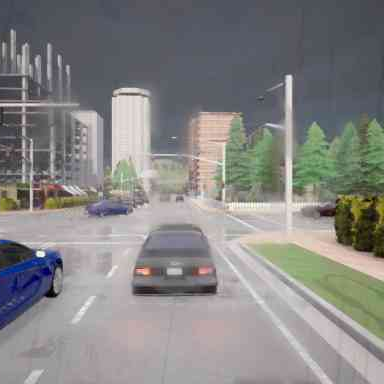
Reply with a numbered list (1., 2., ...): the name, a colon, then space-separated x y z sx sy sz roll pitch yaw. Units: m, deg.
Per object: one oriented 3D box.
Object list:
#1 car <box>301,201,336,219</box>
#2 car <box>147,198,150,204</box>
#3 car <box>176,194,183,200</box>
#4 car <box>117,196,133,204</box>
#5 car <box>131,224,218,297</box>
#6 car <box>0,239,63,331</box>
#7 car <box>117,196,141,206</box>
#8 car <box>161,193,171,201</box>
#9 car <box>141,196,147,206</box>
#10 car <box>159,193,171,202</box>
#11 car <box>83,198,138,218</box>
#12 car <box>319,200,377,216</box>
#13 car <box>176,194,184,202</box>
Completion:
1. car: 11.796 1.478 28.131 5.008 1.535 1.882 0 0 -1
2. car: -9.449 1.564 65.109 1.994 1.385 4.181 0 0 -1
3. car: -3.119 1.327 84.834 1.837 1.490 4.892 0 0 -2
4. car: -12.926 1.547 64.373 2.033 1.411 5.357 0 0 -1
5. car: -0.403 1.547 8.780 2.033 1.411 5.357 0 0 -2
6. car: -3.719 1.478 5.488 1.882 1.535 5.008 0 0 -3
7. car: -8.854 1.564 46.794 1.994 1.385 4.181 0 0 -2
8. car: -6.628 1.225 85.020 2.150 2.045 5.566 0 0 -2
9. car: -9.143 1.564 55.157 1.994 1.385 4.181 0 0 -2
10. car: -6.283 1.355 75.505 2.097 1.767 4.553 0 0 -2
11. car: -7.499 1.526 29.956 1.812 1.442 4.674 1 1 39
12. car: 14.733 1.526 31.643 4.674 1.442 1.812 0 0 -1
13. car: -2.788 1.493 75.621 1.837 1.490 4.892 0 0 -2
